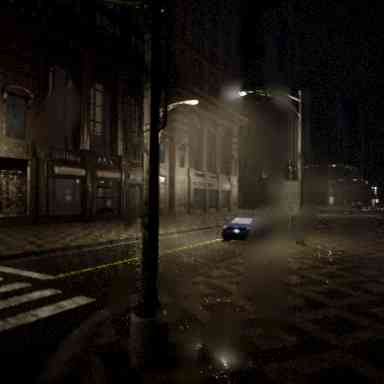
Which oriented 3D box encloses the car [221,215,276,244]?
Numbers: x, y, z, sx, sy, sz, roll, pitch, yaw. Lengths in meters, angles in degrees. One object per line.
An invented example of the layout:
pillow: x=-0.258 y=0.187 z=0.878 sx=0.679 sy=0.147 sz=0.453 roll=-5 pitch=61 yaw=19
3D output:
car: x=3.258 y=2.005 z=18.603 sx=1.994 sy=1.385 sz=4.181 roll=0 pitch=-1 yaw=30
